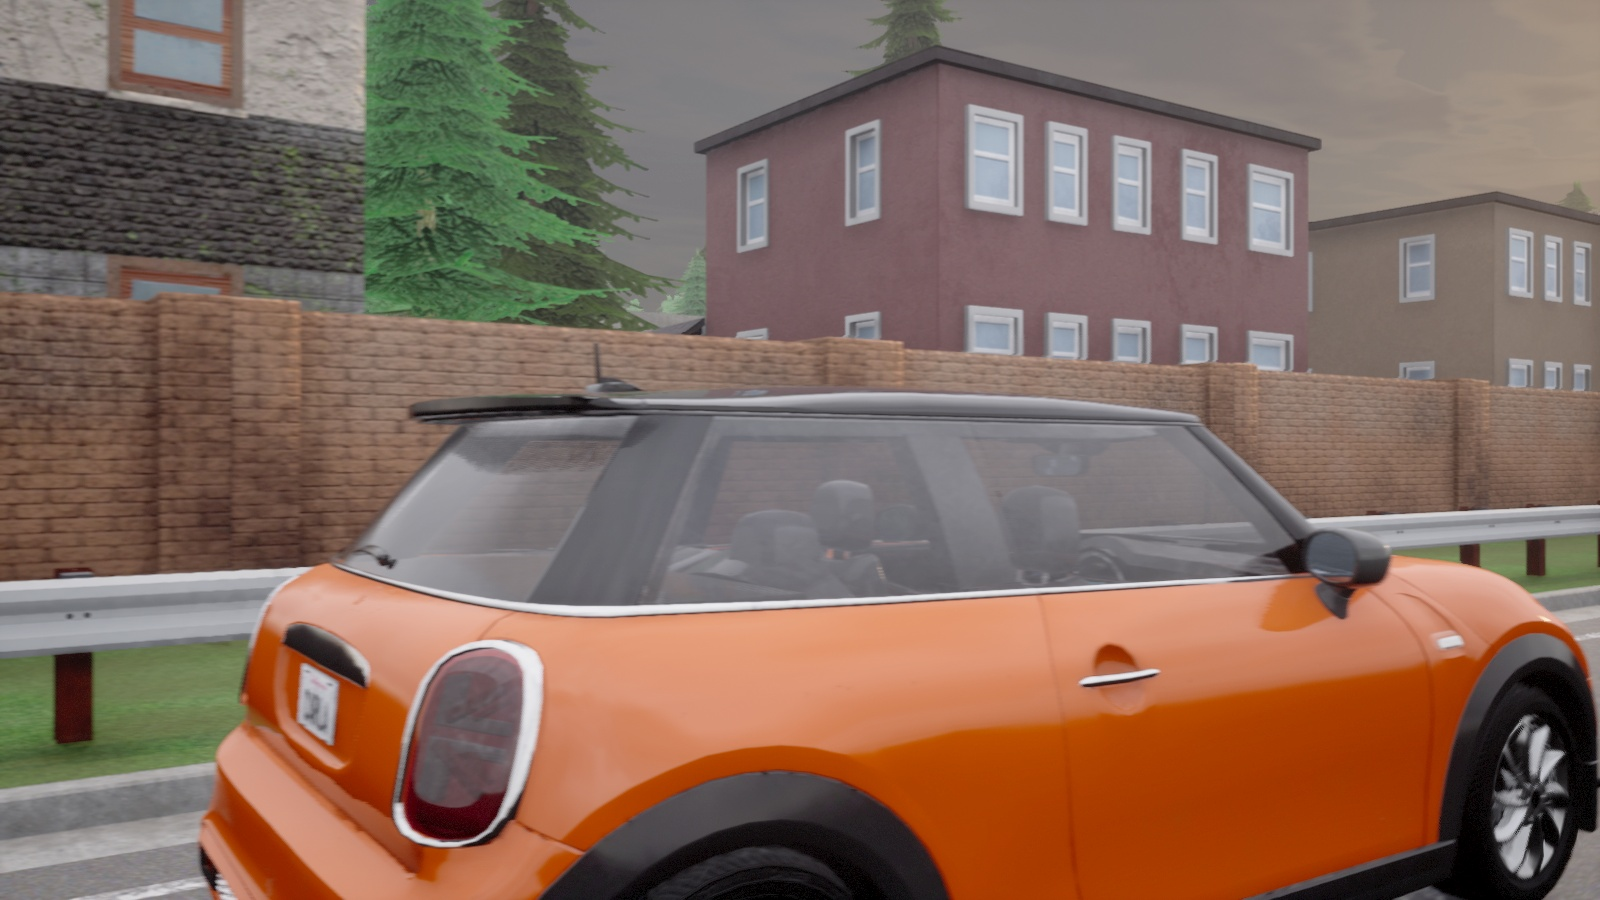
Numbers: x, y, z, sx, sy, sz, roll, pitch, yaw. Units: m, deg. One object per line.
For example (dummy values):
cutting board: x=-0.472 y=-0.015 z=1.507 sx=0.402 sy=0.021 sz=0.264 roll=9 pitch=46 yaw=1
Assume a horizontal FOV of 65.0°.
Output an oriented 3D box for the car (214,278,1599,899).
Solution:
car: x=0.728 y=0.612 z=4.166 sx=4.553 sy=1.767 sz=2.097 roll=0 pitch=0 yaw=-35
